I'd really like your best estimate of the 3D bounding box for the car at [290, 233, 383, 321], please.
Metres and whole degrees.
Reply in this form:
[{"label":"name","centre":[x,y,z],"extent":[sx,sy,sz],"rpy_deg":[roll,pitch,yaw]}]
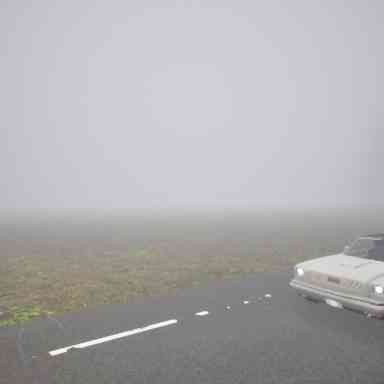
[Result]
[{"label":"car","centre":[4.226,1.599,6.989],"extent":[4.718,1.301,1.895],"rpy_deg":[0,0,-35]}]
